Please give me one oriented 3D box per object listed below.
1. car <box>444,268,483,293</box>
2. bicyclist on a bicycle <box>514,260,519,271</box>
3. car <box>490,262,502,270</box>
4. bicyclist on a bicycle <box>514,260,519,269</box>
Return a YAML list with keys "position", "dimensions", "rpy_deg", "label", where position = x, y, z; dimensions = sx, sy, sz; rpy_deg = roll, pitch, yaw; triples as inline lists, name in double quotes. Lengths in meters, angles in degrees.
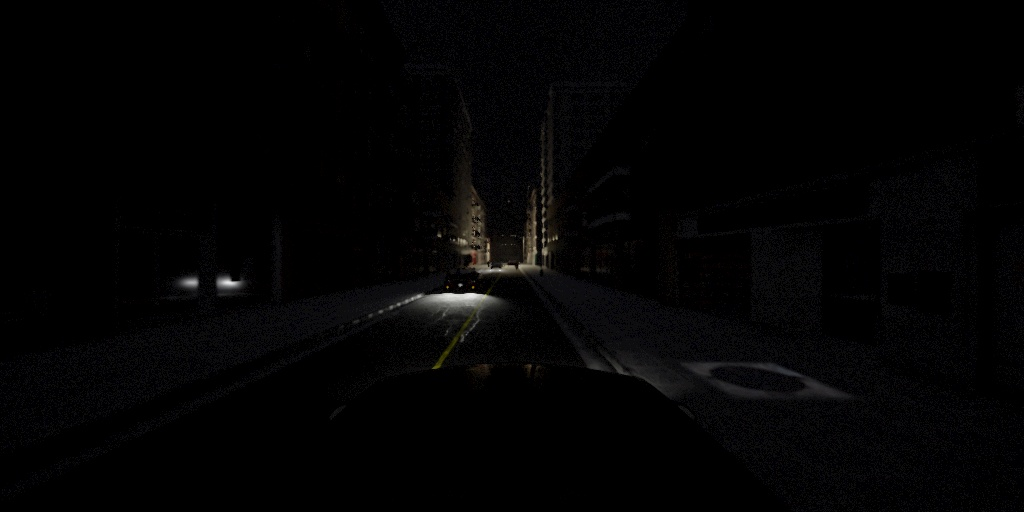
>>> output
- position: [-2.848, 1.420, 21.753]
  dimensions: [1.994, 1.385, 4.181]
  rpy_deg: [0, 0, 0]
  label: "car"
- position: [0.753, 1.493, 55.683]
  dimensions: [0.866, 1.612, 1.509]
  rpy_deg: [0, 0, 0]
  label: "bicyclist on a bicycle"
- position: [-2.776, 1.705, 63.265]
  dimensions: [1.895, 1.301, 4.718]
  rpy_deg: [0, 0, 1]
  label: "car"
- position: [0.752, 1.549, 64.683]
  dimensions: [0.866, 1.612, 1.509]
  rpy_deg: [0, 0, 0]
  label: "bicyclist on a bicycle"
